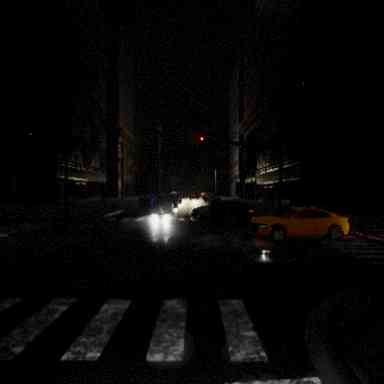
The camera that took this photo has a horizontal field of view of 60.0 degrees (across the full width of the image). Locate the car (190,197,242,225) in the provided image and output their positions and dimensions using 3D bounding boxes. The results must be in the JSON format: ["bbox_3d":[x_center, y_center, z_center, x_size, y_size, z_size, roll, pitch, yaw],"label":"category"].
[{"bbox_3d":[2.182,1.385,23.381,4.892,1.490,1.837,1,3,37],"label":"car"}]

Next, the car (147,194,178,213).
[{"bbox_3d":[-2.876,1.308,33.874,2.128,1.511,4.902,0,0,1],"label":"car"}]

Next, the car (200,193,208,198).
[{"bbox_3d":[3.342,0.964,92.171,2.008,1.369,4.403,0,0,0],"label":"car"}]

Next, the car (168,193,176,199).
[{"bbox_3d":[-5.227,1.001,86.586,1.887,1.381,4.507,0,0,0],"label":"car"}]

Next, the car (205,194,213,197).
[{"bbox_3d":[2.942,1.338,41.332,1.947,1.339,4.313,0,0,0],"label":"car"}]

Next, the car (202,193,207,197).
[{"bbox_3d":[3.075,1.245,58.279,1.802,1.307,4.206,0,0,0],"label":"car"}]

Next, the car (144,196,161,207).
[{"bbox_3d":[-5.539,1.319,47.047,1.802,1.307,4.206,0,0,0],"label":"car"}]

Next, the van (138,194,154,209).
[{"bbox_3d":[-5.582,1.113,41.397,1.690,1.788,3.998,0,0,0],"label":"van"}]

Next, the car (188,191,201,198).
[{"bbox_3d":[0.528,1.052,73.915,1.837,1.490,4.892,0,0,0],"label":"car"}]

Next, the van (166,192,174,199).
[{"bbox_3d":[-5.270,0.840,80.936,1.690,1.788,3.998,0,0,0],"label":"van"}]

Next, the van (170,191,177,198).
[{"bbox_3d":[-5.181,0.754,92.233,1.690,1.788,3.998,0,0,0],"label":"van"}]

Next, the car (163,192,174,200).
[{"bbox_3d":[-5.315,0.857,75.288,2.192,1.841,5.009,0,0,0],"label":"car"}]

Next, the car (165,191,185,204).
[{"bbox_3d":[-2.704,1.050,53.056,2.097,1.767,4.553,0,0,1],"label":"car"}]

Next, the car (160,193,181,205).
[{"bbox_3d":[-2.801,1.237,43.312,1.882,1.535,5.008,0,0,0],"label":"car"}]

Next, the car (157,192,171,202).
[{"bbox_3d":[-5.404,0.939,63.991,2.192,1.841,5.009,0,0,0],"label":"car"}]

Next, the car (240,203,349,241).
[{"bbox_3d":[5.183,1.475,16.260,5.008,1.535,1.882,1,0,-16],"label":"car"}]

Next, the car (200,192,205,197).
[{"bbox_3d":[3.164,1.128,69.576,1.887,1.381,4.507,0,0,0],"label":"car"}]
